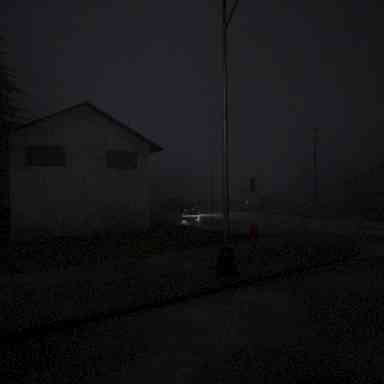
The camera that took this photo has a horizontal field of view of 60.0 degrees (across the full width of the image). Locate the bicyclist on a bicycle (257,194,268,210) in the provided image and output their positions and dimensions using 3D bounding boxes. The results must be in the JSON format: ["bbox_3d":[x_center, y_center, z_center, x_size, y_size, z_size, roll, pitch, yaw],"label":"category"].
[{"bbox_3d":[7.215,1.055,34.186,1.656,1.620,0.582,-1,1,-36],"label":"bicyclist on a bicycle"}]

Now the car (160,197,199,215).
[{"bbox_3d":[-1.311,1.307,31.678,1.837,1.490,4.892,-1,1,-36],"label":"car"}]
